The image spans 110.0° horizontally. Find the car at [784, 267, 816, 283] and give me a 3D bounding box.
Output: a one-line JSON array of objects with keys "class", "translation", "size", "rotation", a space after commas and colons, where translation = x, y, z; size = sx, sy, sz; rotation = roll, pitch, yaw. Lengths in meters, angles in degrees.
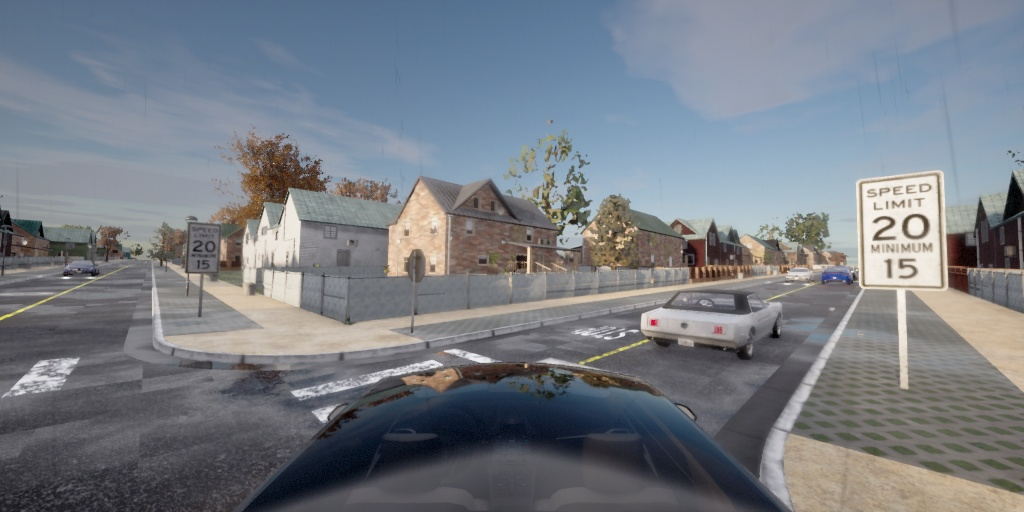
[{"class": "car", "translation": [28.324, 1.855, 35.208], "size": [4.674, 1.442, 1.812], "rotation": [1, -2, -44]}]

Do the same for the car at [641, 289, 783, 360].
[{"class": "car", "translation": [5.025, 1.441, 8.633], "size": [4.718, 1.301, 1.895], "rotation": [1, -2, -44]}]

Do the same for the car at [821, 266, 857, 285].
[{"class": "car", "translation": [28.916, 1.720, 31.860], "size": [5.008, 1.535, 1.882], "rotation": [1, -2, -44]}]

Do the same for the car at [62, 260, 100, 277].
[{"class": "car", "translation": [-40.004, 1.129, 33.407], "size": [4.674, 1.442, 1.812], "rotation": [0, -3, 45]}]
